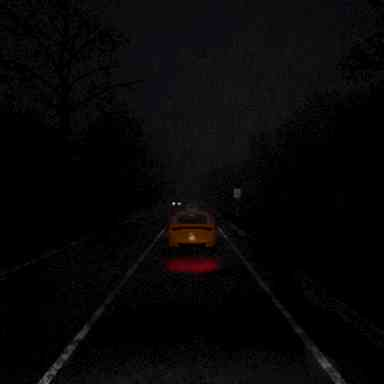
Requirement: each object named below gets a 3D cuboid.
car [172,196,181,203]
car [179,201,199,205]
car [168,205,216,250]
[{"bbox_3d":[-3.500,1.723,75.937,2.033,1.411,5.357,0,0,0],"label":"car"},{"bbox_3d":[0.000,1.697,29.653,1.812,1.442,4.674,0,0,0],"label":"car"},{"bbox_3d":[0.000,1.556,14.655,1.882,1.535,5.008,0,0,0],"label":"car"}]
